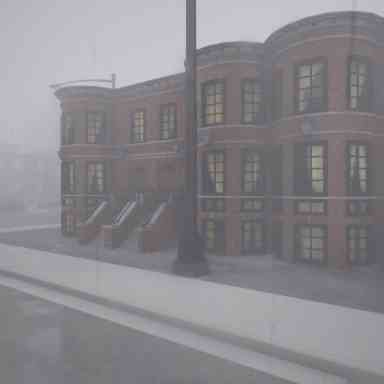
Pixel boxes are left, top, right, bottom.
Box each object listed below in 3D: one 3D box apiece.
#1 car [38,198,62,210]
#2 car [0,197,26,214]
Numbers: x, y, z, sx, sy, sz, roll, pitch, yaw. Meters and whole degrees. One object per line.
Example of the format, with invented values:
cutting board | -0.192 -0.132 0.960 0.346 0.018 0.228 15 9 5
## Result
car | -17.275 1.478 42.931 1.882 1.535 5.008 0 0 35
car | -19.492 1.352 33.798 2.097 1.767 4.553 0 0 35
